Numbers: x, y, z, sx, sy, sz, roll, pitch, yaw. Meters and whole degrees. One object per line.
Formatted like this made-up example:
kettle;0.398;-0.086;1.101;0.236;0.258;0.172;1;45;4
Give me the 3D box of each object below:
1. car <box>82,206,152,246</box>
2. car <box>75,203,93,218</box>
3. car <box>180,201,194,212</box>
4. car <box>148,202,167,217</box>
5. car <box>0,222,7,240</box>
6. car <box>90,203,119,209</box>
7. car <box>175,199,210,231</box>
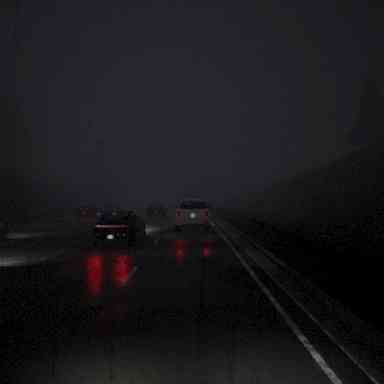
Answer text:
car;-3.425;1.673;16.299;2.128;1.511;4.902;0;-1;0
car;-10.827;1.882;35.211;2.128;1.511;4.902;0;-1;-2
car;-0.776;2.052;47.874;1.812;1.442;4.674;0;0;-2
car;-3.879;1.884;36.861;1.882;1.535;5.008;0;0;-2
car;-6.907;1.636;7.773;2.033;1.411;5.357;0;-1;0
car;-7.139;1.877;29.782;2.033;1.411;5.357;0;-1;-2
car;0.012;1.471;22.494;2.150;2.045;5.566;0;0;-1
